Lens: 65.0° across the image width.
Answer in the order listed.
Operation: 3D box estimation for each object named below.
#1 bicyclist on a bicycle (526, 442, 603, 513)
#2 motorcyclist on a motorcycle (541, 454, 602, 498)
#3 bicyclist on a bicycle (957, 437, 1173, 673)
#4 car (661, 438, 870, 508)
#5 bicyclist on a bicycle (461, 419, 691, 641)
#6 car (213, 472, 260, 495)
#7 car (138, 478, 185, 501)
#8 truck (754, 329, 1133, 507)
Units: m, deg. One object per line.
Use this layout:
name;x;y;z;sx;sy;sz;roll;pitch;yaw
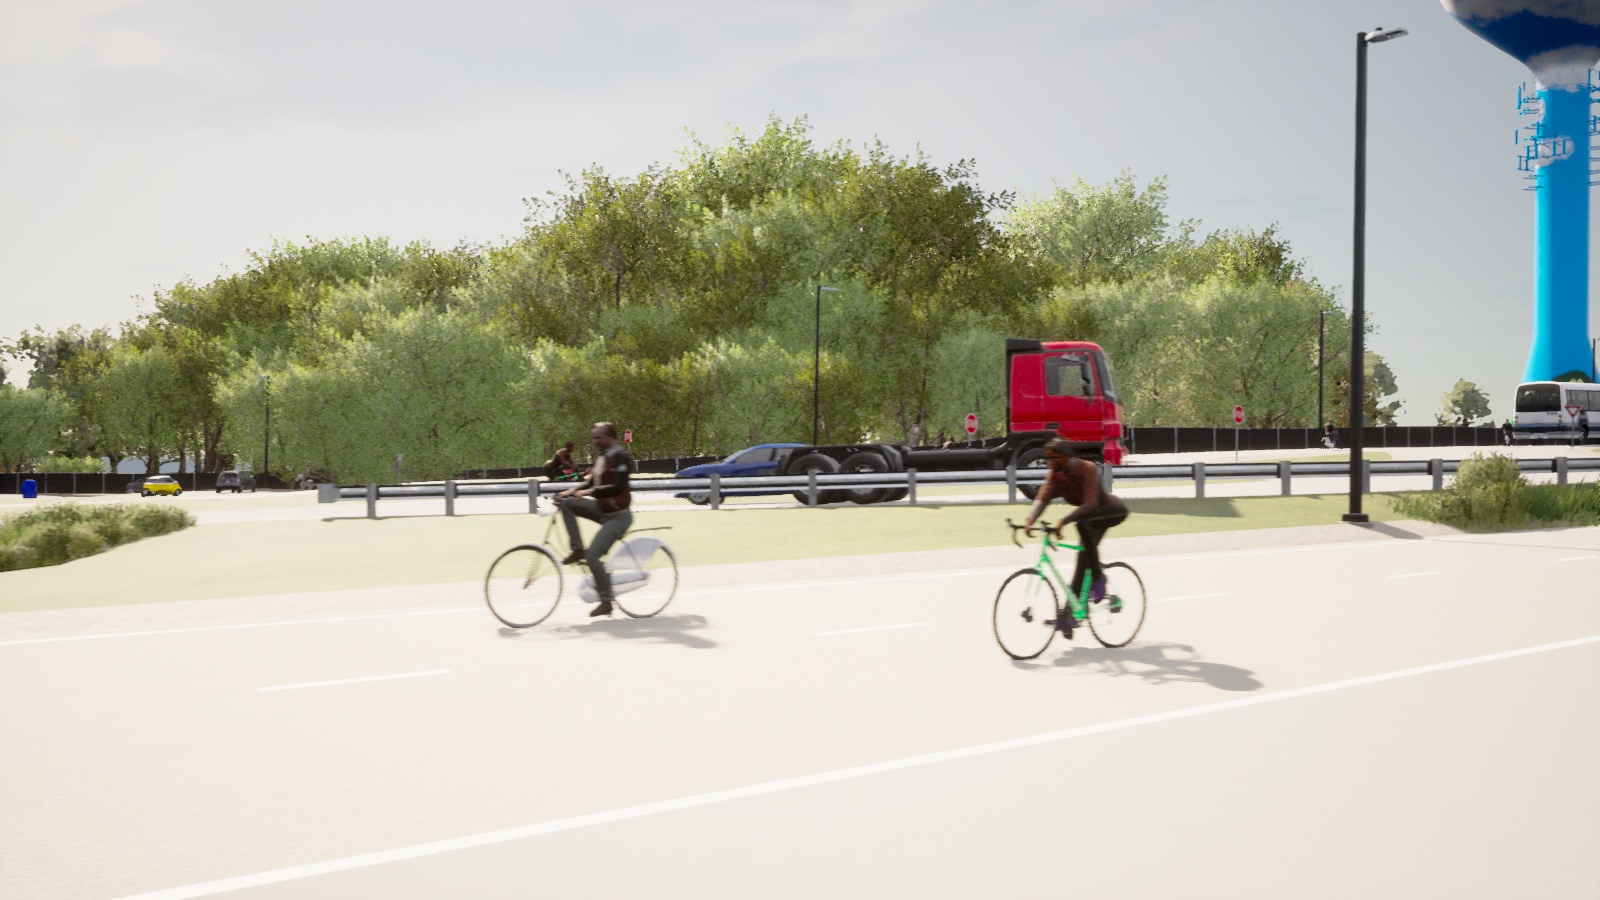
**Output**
bicyclist on a bicycle;-5.510;0.651;29.380;1.656;1.620;0.582;-2;-2;19
motorcyclist on a motorcycle;-8.521;0.951;46.845;2.044;1.523;0.797;-3;1;-34
bicyclist on a bicycle;1.984;0.716;9.304;1.656;1.620;0.582;0;0;-35
car;-0.836;0.600;32.111;5.008;1.535;1.882;-2;-1;10
bicyclist on a bicycle;-1.915;0.644;10.855;1.843;1.776;0.659;0;0;-35
car;-40.586;2.408;90.509;1.851;1.617;3.988;0;-1;-5
car;-40.795;2.508;80.219;1.481;1.376;2.207;0;0;28
truck;3.238;-0.586;28.140;7.936;3.462;2.891;-2;-1;18
